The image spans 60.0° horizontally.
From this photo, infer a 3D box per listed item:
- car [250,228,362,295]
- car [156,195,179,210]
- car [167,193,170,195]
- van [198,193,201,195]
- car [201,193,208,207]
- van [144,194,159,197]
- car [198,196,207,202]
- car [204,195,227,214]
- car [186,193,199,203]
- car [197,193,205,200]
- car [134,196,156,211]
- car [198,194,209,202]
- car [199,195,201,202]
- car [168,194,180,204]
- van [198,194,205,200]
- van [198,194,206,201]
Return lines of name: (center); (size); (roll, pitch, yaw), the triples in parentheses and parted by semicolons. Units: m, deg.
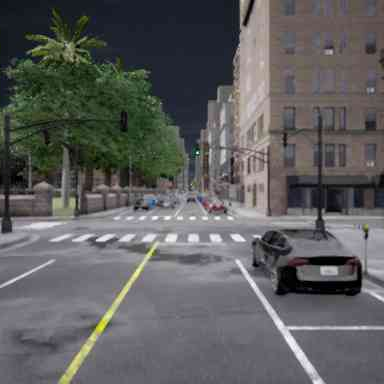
car: (2.650, 1.560, 8.515); (1.947, 1.339, 4.313); (0, 0, 0)
car: (-3.176, 1.473, 43.425); (2.128, 1.511, 4.902); (0, 0, 0)
car: (-6.002, 1.415, 67.524); (1.967, 1.590, 4.097); (0, 0, 0)
van: (2.524, 1.317, 67.529); (1.690, 1.788, 3.998); (0, 0, 0)
car: (2.581, 1.299, 40.488); (2.192, 1.841, 5.009); (0, 0, 0)
van: (-5.955, 1.323, 45.894); (1.690, 1.788, 3.998); (0, 0, 0)
car: (2.499, 1.538, 78.346); (1.947, 1.339, 4.313); (0, 0, 0)
car: (2.593, 1.426, 35.080); (1.967, 1.590, 4.097); (0, 0, 0)
car: (-0.143, 1.479, 66.086); (1.837, 1.490, 4.892); (0, 0, 0)
car: (2.465, 1.282, 94.571); (2.192, 1.841, 5.009); (0, 0, 0)
car: (-5.944, 1.549, 40.487); (1.947, 1.339, 4.313); (0, 0, 0)
car: (2.512, 1.289, 72.938); (2.192, 1.841, 5.009); (0, 0, 0)
car: (2.558, 1.525, 51.305); (1.887, 1.381, 4.507); (0, 0, 0)
car: (-3.171, 1.541, 59.886); (1.994, 1.385, 4.181); (0, 0, 1)
van: (2.477, 1.310, 89.162); (1.690, 1.788, 3.998); (0, 0, 0)
van: (2.488, 1.312, 83.754); (1.690, 1.788, 3.998); (0, 0, 0)
